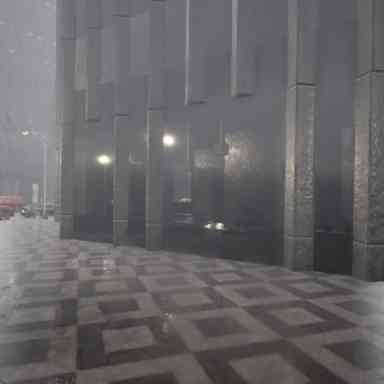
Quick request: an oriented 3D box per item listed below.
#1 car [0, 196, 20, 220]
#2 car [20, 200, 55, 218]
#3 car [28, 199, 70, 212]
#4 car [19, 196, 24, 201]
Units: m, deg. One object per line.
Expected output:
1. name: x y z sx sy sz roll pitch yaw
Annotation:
1. car: -17.076 1.463 26.681 2.192 1.841 5.009 1 0 35
2. car: -13.810 1.743 31.283 1.947 1.339 4.313 1 0 35
3. car: -17.484 1.634 40.828 1.947 1.339 4.313 1 0 35
4. car: -20.749 1.354 36.227 2.192 1.841 5.009 1 0 35
